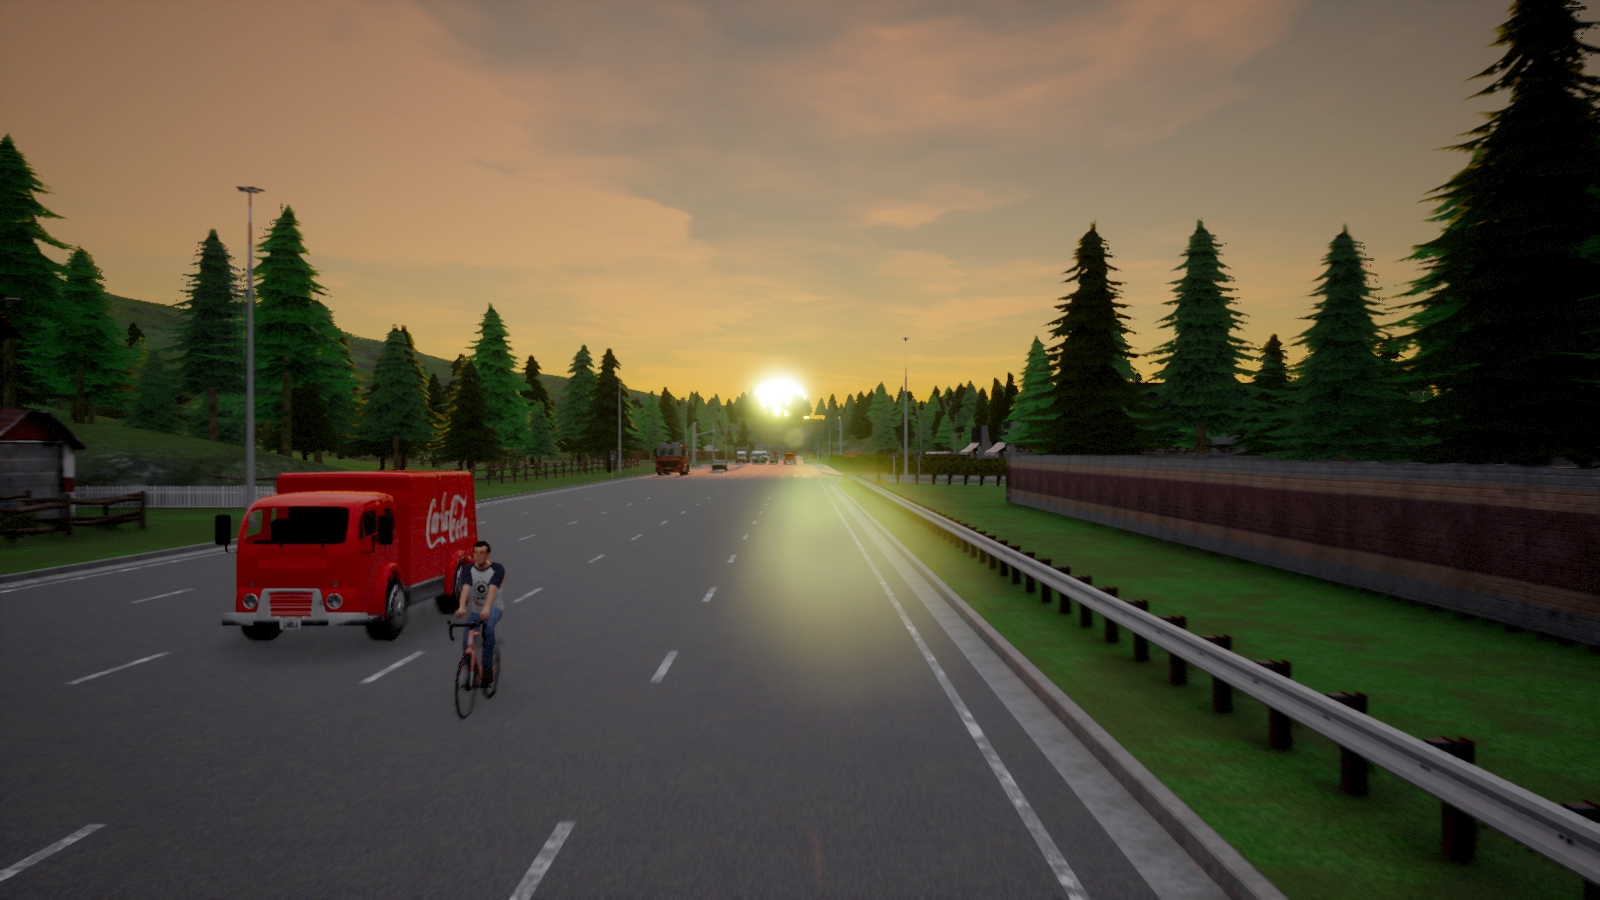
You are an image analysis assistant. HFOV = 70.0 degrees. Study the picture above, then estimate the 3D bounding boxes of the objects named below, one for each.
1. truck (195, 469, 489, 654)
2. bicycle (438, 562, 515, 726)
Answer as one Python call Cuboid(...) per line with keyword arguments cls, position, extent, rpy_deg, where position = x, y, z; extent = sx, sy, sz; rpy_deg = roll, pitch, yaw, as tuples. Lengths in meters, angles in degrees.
Cuboid(cls="truck", position=(-7.000, 1.570, 18.291), extent=(2.627, 2.467, 5.204), rpy_deg=(0, 0, 0))
Cuboid(cls="bicycle", position=(-3.501, 2.056, 12.454), extent=(0.373, 1.496, 1.643), rpy_deg=(0, 0, 0))
